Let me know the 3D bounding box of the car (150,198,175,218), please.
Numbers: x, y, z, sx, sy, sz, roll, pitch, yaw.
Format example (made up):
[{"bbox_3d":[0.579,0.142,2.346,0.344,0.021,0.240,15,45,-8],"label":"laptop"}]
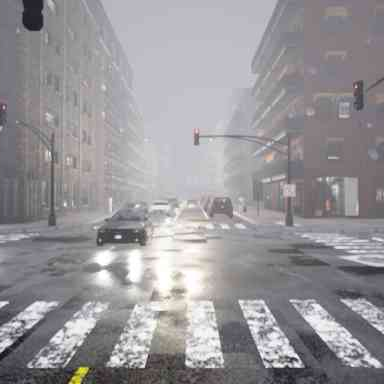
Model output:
[{"bbox_3d":[-2.878,1.535,30.848,1.812,1.442,4.674,0,0,0],"label":"car"}]

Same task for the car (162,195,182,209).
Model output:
[{"bbox_3d":[-2.834,1.553,47.013,1.812,1.442,4.674,0,0,1],"label":"car"}]

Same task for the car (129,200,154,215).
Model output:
[{"bbox_3d":[-5.331,1.578,35.654,1.947,1.339,4.313,1,0,0],"label":"car"}]

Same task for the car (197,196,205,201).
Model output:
[{"bbox_3d":[2.494,1.806,91.320,1.947,1.339,4.313,1,0,0],"label":"car"}]

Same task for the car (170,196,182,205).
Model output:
[{"bbox_3d":[-2.840,1.547,60.450,1.882,1.535,5.008,0,0,0],"label":"car"}]

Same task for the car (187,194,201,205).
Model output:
[{"bbox_3d":[0.046,1.560,60.107,2.128,1.511,4.902,0,0,0],"label":"car"}]

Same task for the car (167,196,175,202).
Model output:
[{"bbox_3d":[-5.381,1.758,85.717,2.008,1.369,4.403,1,0,0],"label":"car"}]

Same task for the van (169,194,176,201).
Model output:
[{"bbox_3d":[-5.383,1.581,91.282,1.690,1.788,3.998,1,0,0],"label":"van"}]

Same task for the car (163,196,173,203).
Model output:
[{"bbox_3d":[-5.370,1.665,74.418,1.752,1.417,4.829,1,0,0],"label":"car"}]

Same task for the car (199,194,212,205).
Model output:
[{"bbox_3d":[2.523,1.397,63.505,2.192,1.841,5.009,1,0,0],"label":"car"}]

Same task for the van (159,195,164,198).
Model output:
[{"bbox_3d":[-5.356,1.423,63.462,1.690,1.788,3.998,1,0,0],"label":"van"}]

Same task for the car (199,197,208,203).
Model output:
[{"bbox_3d":[2.509,1.723,74.629,1.802,1.307,4.206,1,0,0],"label":"car"}]

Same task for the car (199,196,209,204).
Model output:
[{"bbox_3d":[2.516,1.551,69.069,1.967,1.590,4.097,1,0,0],"label":"car"}]

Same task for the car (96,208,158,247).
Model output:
[{"bbox_3d":[-2.863,1.600,14.906,1.994,1.385,4.181,0,-1,0],"label":"car"}]

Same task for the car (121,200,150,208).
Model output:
[{"bbox_3d":[-5.326,1.575,30.093,1.947,1.339,4.313,1,0,0],"label":"car"}]

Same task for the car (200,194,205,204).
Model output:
[{"bbox_3d":[2.547,1.332,41.271,2.192,1.841,5.009,1,0,0],"label":"car"}]

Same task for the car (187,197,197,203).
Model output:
[{"bbox_3d":[-0.001,1.679,70.341,1.994,1.385,4.181,0,0,0],"label":"car"}]

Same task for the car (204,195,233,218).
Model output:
[{"bbox_3d":[2.558,1.324,30.147,2.192,1.841,5.009,1,0,0],"label":"car"}]

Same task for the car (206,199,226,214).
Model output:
[{"bbox_3d":[2.549,1.537,35.876,1.752,1.417,4.829,1,0,0],"label":"car"}]
